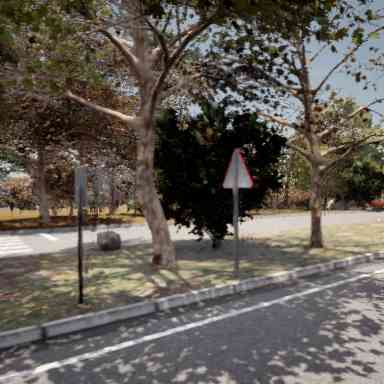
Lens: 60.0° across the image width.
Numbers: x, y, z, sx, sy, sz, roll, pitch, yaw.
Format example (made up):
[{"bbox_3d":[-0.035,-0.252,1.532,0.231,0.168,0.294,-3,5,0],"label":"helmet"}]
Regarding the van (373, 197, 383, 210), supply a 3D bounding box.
[{"bbox_3d":[28.790,1.708,49.125,1.878,1.987,4.442,2,-1,-36],"label":"van"}]
